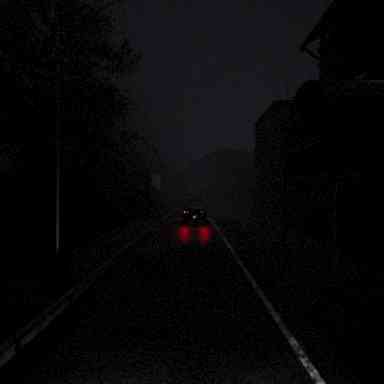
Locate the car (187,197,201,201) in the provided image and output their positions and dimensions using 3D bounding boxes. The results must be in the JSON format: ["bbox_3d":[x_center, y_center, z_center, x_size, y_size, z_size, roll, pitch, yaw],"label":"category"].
[{"bbox_3d":[0.235,1.746,43.019,2.150,2.045,5.566,0,-2,0],"label":"car"}]

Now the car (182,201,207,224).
[{"bbox_3d":[0.182,1.605,25.617,1.812,1.442,4.674,0,-1,0],"label":"car"}]
